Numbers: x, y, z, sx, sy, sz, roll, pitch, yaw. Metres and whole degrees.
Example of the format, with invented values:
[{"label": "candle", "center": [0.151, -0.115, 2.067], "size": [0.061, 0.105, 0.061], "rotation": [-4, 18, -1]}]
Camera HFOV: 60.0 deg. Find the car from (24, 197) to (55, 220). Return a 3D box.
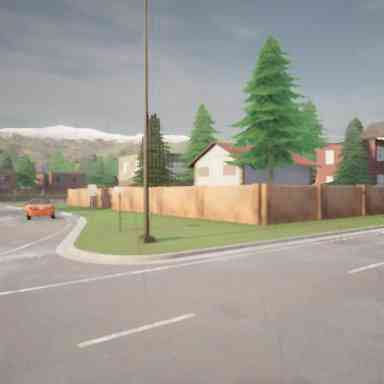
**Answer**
[{"label": "car", "center": [-13.145, 1.316, 28.555], "size": [2.097, 1.767, 4.553], "rotation": [-1, 0, -30]}]
